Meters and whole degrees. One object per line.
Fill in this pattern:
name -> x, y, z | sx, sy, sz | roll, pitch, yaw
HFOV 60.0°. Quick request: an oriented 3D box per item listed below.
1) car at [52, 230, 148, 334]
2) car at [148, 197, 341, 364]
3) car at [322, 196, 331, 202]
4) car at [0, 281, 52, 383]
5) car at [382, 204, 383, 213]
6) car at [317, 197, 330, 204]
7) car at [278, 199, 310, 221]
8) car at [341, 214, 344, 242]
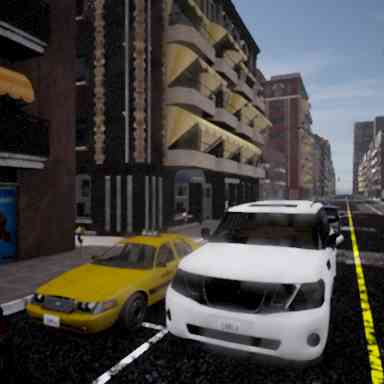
car -> -1.009, 1.526, 6.961 | 1.752, 1.417, 4.829 | 0, 0, 25
car -> 1.601, 1.223, 6.436 | 2.150, 2.045, 5.566 | 0, 0, 25
car -> 30.461, 1.646, 75.282 | 1.802, 1.307, 4.206 | 0, 0, 25
car -> -3.305, 1.565, 1.986 | 1.947, 1.339, 4.313 | 0, 0, 25
car -> 20.870, 1.573, 34.378 | 2.008, 1.369, 4.403 | 0, 0, 25
car -> 25.094, 1.599, 63.532 | 2.008, 1.369, 4.403 | 0, 0, 25
car -> 8.528, 1.453, 27.630 | 1.967, 1.590, 4.097 | 0, 0, 25
car -> 7.201, 1.513, 18.320 | 1.837, 1.490, 4.892 | 0, 0, 25
